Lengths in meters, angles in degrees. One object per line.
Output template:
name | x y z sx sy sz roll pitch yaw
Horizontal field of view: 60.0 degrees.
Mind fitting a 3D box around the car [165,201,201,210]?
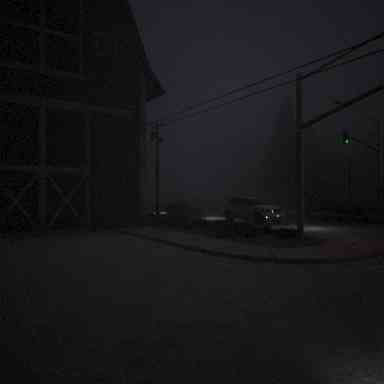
car | -0.942 1.707 34.710 1.882 1.535 5.008 0 0 -35

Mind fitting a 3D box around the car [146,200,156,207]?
car | -6.330 1.784 42.571 1.837 1.490 4.892 0 0 -34

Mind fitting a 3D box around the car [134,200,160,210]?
car | -6.759 1.920 49.544 1.895 1.301 4.718 0 0 -34

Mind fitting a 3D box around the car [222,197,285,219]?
car | 4.698 1.399 26.483 2.150 2.045 5.566 0 0 -34
